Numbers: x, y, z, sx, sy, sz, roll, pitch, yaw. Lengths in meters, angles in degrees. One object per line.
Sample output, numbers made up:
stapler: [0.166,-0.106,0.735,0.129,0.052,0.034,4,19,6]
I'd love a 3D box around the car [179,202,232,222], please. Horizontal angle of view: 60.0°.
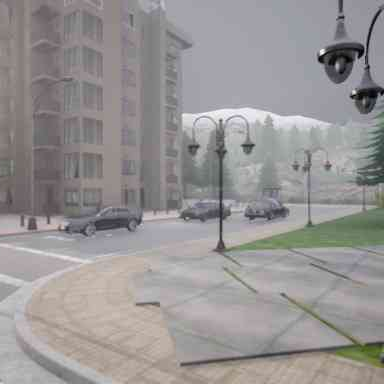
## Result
car: [1.211,1.542,26.581,2.033,1.411,5.357,0,0,35]

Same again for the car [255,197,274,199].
car: [7.342,1.347,34.922,2.097,1.767,4.553,0,0,37]

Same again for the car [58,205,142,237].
car: [-4.872,1.487,18.240,2.128,1.511,4.902,0,0,36]

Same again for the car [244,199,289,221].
car: [6.185,1.539,27.121,2.033,1.411,5.357,0,0,36]
